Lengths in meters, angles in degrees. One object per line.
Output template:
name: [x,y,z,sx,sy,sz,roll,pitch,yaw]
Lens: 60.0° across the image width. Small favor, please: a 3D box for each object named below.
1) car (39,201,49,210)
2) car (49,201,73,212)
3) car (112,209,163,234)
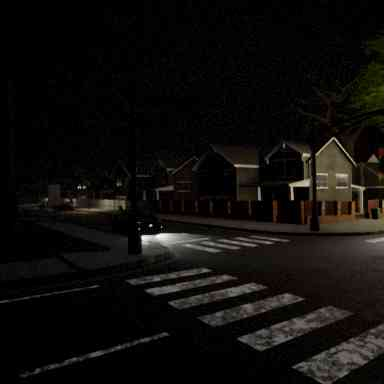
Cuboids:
car: [-24.210,2.187,55.555,1.994,1.385,4.181,-1,0,-35]
car: [-18.235,1.985,47.025,2.128,1.511,4.902,-1,0,-34]
car: [-3.477,1.769,20.756,1.994,1.385,4.181,-1,0,-34]
